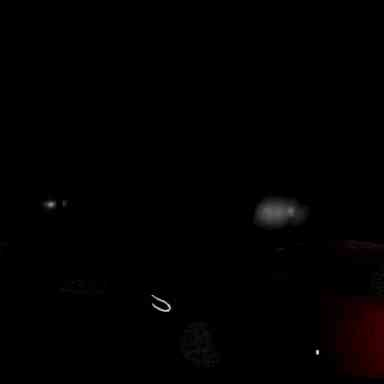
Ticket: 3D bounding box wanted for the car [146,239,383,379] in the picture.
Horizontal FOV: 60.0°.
[{"bbox_3d":[1.886,1.399,4.458,5.008,1.535,1.882,2,1,10],"label":"car"}]
